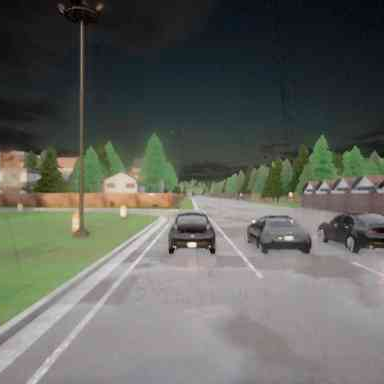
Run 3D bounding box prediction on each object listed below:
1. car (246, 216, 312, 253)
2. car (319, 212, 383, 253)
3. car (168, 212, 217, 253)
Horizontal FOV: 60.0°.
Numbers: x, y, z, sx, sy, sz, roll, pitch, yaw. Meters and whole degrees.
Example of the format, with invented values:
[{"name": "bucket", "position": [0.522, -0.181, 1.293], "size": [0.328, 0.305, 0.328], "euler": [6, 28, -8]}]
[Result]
[{"name": "car", "position": [3.607, 1.703, 14.399], "size": [1.994, 1.385, 4.181], "euler": [0, -1, 0]}, {"name": "car", "position": [7.107, 1.646, 14.386], "size": [1.837, 1.490, 4.892], "euler": [0, 0, 0]}, {"name": "car", "position": [0.006, 1.645, 14.344], "size": [1.837, 1.490, 4.892], "euler": [0, 0, 0]}]
